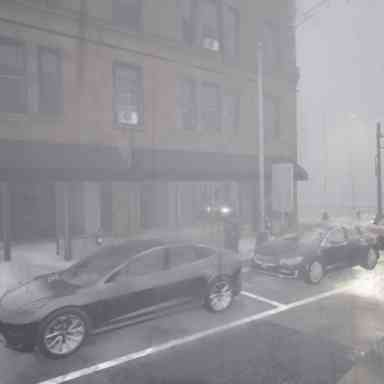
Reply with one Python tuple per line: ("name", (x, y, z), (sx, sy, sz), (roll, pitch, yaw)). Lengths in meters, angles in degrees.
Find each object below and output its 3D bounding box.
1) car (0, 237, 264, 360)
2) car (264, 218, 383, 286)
("car", (-0.993, 1.550, 5.952), (4.313, 1.339, 1.947), (0, -1, -35))
("car", (3.490, 1.499, 9.147), (4.403, 1.369, 2.008), (0, -1, -35))
